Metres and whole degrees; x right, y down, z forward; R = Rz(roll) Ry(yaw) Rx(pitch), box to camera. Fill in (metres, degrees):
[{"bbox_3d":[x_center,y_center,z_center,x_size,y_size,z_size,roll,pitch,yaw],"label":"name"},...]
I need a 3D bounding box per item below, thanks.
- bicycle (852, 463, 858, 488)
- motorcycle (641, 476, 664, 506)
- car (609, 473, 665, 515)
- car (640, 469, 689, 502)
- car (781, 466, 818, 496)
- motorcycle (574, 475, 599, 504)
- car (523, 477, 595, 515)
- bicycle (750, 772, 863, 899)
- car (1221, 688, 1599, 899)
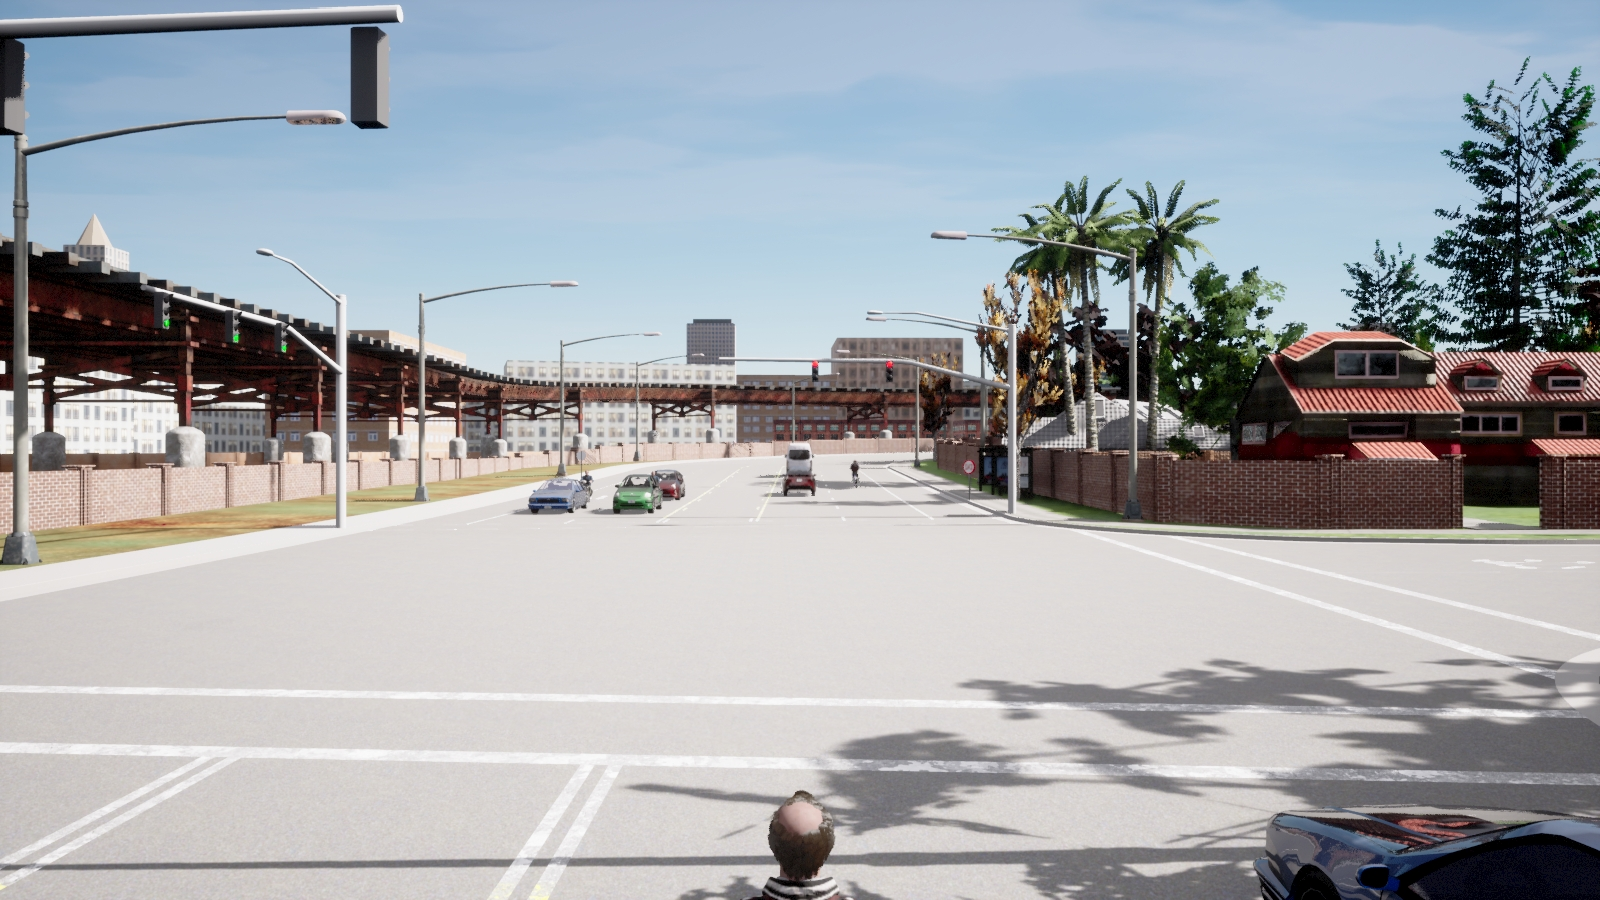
[{"bbox_3d":[3.469,1.608,72.064,0.329,1.496,1.835,0,1,0],"label":"bicycle"},{"bbox_3d":[-7.053,1.947,54.746,0.856,1.341,1.805,0,1,0],"label":"motorcycle"},{"bbox_3d":[-7.031,1.877,49.699,1.851,1.617,3.988,0,1,0],"label":"car"},{"bbox_3d":[-7.040,1.800,59.633,2.007,1.525,4.514,0,1,0],"label":"car"},{"bbox_3d":[-0.039,1.726,64.808,2.007,1.525,4.514,0,1,0],"label":"car"},{"bbox_3d":[-10.476,1.934,56.002,0.856,1.341,1.805,0,1,1],"label":"motorcycle"},{"bbox_3d":[-10.533,1.979,50.381,2.033,1.411,5.357,0,1,0],"label":"car"},{"bbox_3d":[0.019,2.048,3.681,0.329,1.496,1.835,0,0,0],"label":"bicycle"},{"bbox_3d":[3.467,2.106,4.038,2.033,1.411,5.357,0,0,1],"label":"car"}]
